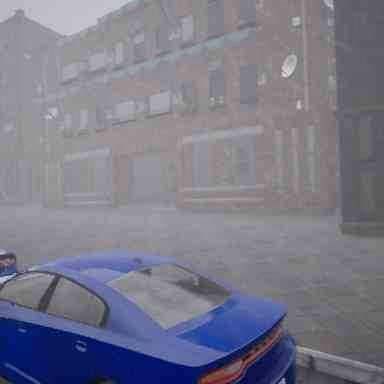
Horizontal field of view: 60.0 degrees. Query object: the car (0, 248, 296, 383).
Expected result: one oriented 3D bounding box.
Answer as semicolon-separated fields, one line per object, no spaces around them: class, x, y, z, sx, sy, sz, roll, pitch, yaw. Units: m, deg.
car;-1.288;1.515;4.223;5.008;1.535;2.097;-1;0;35
